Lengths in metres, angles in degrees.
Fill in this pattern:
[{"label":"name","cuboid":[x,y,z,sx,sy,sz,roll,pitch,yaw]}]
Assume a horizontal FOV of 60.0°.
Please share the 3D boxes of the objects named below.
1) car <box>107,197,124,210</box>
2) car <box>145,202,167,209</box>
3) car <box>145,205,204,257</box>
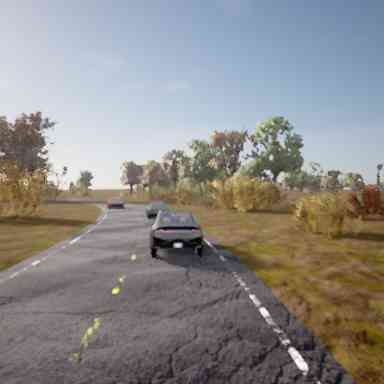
[{"label":"car","cuboid":[-9.994,1.413,43.340,1.882,1.535,5.008,0,0,-17]},{"label":"car","cuboid":[-2.993,1.528,28.819,1.994,1.385,4.181,0,0,-11]},{"label":"car","cuboid":[-0.652,1.478,13.007,2.128,1.511,4.902,0,0,-5]}]
